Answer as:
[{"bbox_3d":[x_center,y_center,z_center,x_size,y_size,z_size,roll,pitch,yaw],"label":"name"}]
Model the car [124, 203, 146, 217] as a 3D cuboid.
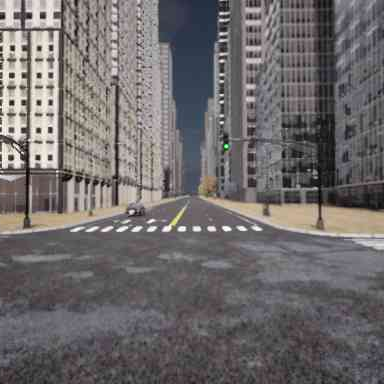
[{"bbox_3d":[-6.362,1.970,37.620,2.128,1.511,4.902,0,-1,0],"label":"car"}]
